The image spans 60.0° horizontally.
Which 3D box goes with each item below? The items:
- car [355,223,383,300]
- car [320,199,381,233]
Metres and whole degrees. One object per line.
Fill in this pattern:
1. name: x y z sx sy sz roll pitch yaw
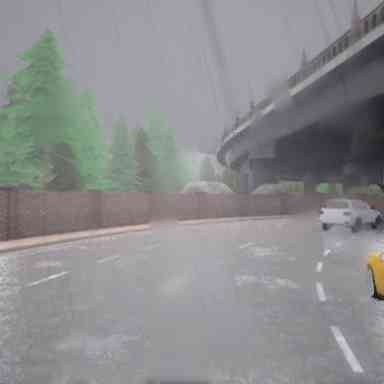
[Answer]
1. car: 4.485 1.562 5.551 1.882 1.535 5.008 0 -1 12
2. car: 10.712 1.532 22.356 5.566 2.045 2.150 2 -1 -42
